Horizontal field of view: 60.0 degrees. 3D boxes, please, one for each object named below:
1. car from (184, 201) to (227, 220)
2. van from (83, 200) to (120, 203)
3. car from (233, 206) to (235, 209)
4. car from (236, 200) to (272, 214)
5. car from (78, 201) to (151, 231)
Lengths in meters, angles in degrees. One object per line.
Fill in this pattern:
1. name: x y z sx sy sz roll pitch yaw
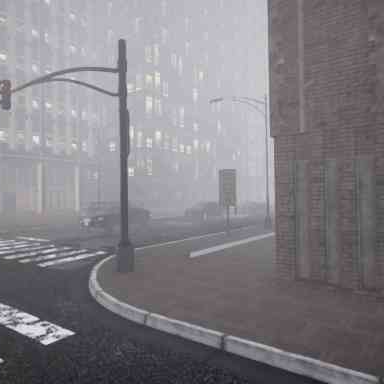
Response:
1. car: 1.282 1.563 29.247 1.882 1.535 5.008 -1 -1 36
2. van: -6.026 1.460 23.520 1.690 1.788 3.998 -2 -1 36
3. car: 6.829 1.689 41.415 1.752 1.417 4.829 -2 -1 36
4. car: 7.243 1.707 37.530 1.895 1.301 4.718 -1 -1 36
5. car: -4.652 1.557 21.004 2.128 1.511 4.902 -1 -1 34
